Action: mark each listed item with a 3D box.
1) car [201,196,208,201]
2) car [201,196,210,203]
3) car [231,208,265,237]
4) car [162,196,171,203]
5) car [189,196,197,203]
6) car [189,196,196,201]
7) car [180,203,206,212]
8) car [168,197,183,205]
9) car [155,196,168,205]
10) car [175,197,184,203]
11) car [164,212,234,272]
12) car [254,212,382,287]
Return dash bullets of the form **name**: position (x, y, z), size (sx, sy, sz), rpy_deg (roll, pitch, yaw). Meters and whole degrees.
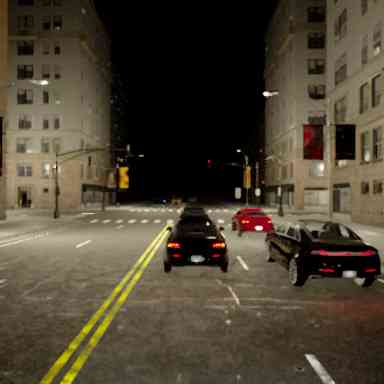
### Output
- **car**: position (3.407, 1.851, 90.911), size (1.994, 1.385, 4.181), rpy_deg (0, 0, 0)
- **car**: position (3.389, 1.920, 80.490), size (2.033, 1.411, 5.357), rpy_deg (0, 0, 0)
- **car**: position (3.281, 1.613, 18.551), size (1.812, 1.442, 4.674), rpy_deg (0, 0, 0)
- **car**: position (-6.357, 1.880, 82.684), size (1.837, 1.490, 4.892), rpy_deg (0, 0, 0)
- **car**: position (0.141, 1.977, 80.942), size (1.895, 1.301, 4.718), rpy_deg (0, 0, 0)
- **car**: position (0.157, 1.851, 90.916), size (1.994, 1.385, 4.181), rpy_deg (0, 0, 0)
- **car**: position (0.133, 1.619, 19.764), size (1.812, 1.442, 4.674), rpy_deg (0, 0, 0)
- **car**: position (-3.139, 1.801, 67.166), size (1.882, 1.535, 5.008), rpy_deg (0, 0, 0)
- **car**: position (-6.387, 1.867, 67.169), size (2.033, 1.411, 5.357), rpy_deg (0, 0, 0)
- **car**: position (-3.107, 1.975, 82.649), size (1.895, 1.301, 4.718), rpy_deg (0, 0, 0)
- **car**: position (0.116, 1.577, 10.857), size (1.812, 1.442, 4.674), rpy_deg (0, -1, 0)
- **car**: position (3.354, 1.536, 9.457), size (2.128, 1.511, 4.902), rpy_deg (0, 0, 1)
